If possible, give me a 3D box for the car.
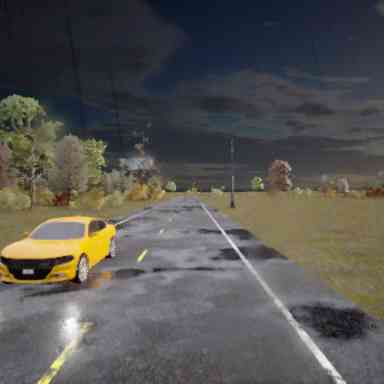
[{"bbox_3d":[-3.600,1.478,9.802,1.882,1.535,5.008,0,0,0],"label":"car"}]
